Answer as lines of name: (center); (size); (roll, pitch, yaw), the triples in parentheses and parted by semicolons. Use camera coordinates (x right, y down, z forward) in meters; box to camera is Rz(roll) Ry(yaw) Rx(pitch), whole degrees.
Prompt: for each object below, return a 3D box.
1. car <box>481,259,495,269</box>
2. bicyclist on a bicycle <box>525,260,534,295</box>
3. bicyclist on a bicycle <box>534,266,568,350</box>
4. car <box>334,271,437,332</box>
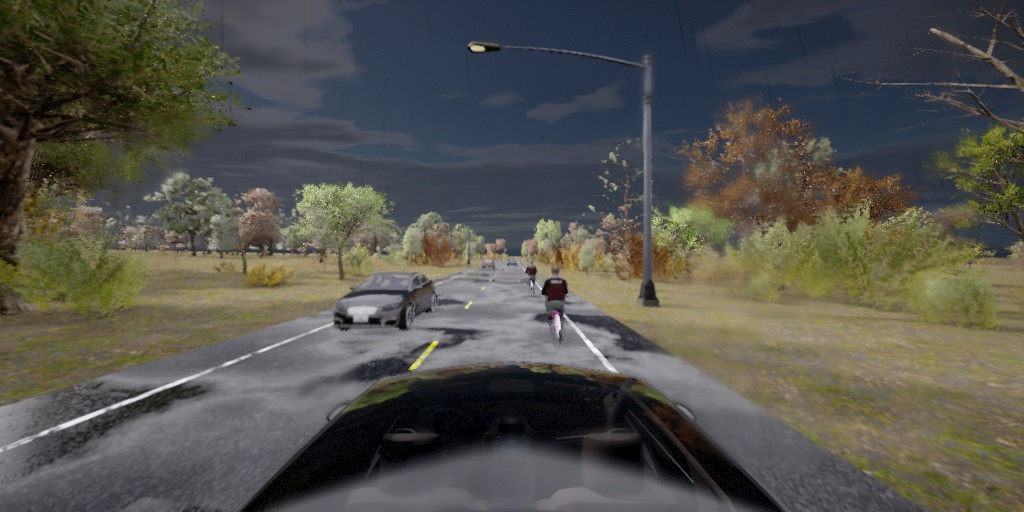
car: (-3.577, 1.241, 54.056); (1.812, 1.442, 4.674); (0, 0, 0)
bicyclist on a bicycle: (0.961, 1.101, 17.897); (0.659, 1.776, 1.843); (0, 0, 0)
bicyclist on a bicycle: (0.962, 1.111, 8.156); (0.659, 1.776, 1.843); (0, 0, 0)
car: (-3.598, 1.229, 10.986); (2.128, 1.511, 4.902); (0, 0, 0)
